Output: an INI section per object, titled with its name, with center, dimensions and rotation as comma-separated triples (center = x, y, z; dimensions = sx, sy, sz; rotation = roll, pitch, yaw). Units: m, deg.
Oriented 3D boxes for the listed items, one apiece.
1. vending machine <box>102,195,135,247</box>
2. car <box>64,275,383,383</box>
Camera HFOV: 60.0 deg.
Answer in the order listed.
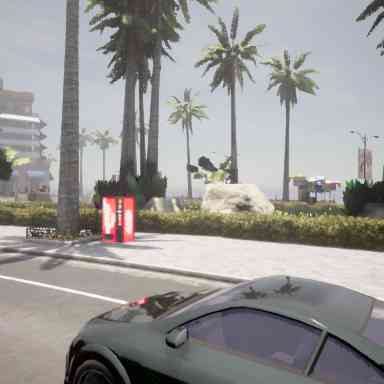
[vending machine]
center = -3.134, 1.195, 14.185
dimensions = 0.880, 2.100, 1.100
rotation = 0, 0, 27
[car]
center = 0.695, 1.564, 3.192
dimensions = 4.181, 1.385, 1.994
rotation = 0, 0, 34
